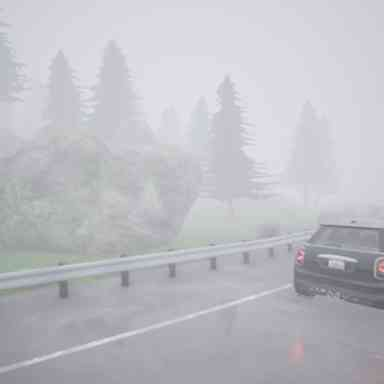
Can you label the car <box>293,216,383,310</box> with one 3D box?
[{"bbox_3d":[4.299,1.372,7.612,4.553,1.767,2.097,0,0,-41],"label":"car"}]
